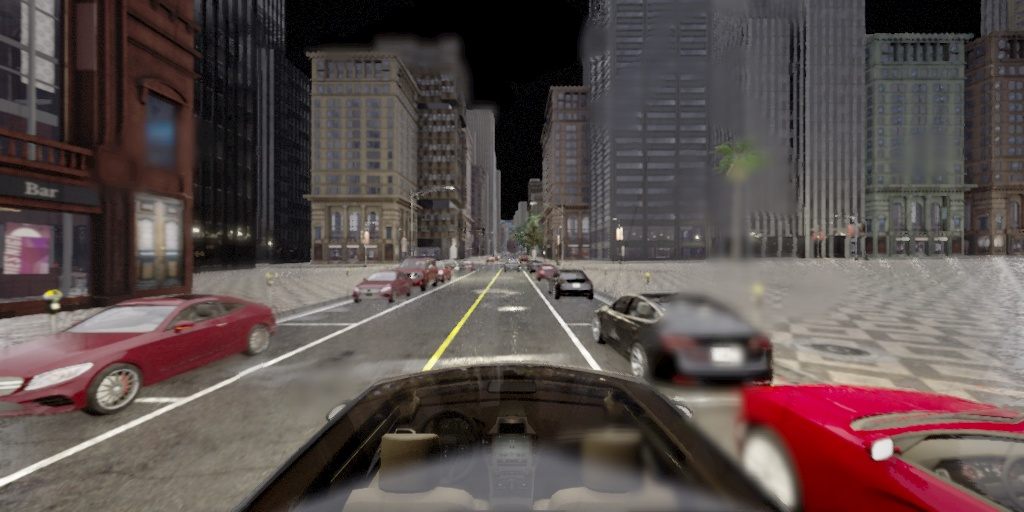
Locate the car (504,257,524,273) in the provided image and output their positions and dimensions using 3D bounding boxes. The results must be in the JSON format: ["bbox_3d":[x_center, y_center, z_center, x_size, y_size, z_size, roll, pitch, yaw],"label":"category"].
[{"bbox_3d":[-0.009,1.161,43.068,2.128,1.511,4.902,0,0,0],"label":"car"}]

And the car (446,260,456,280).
[{"bbox_3d":[-5.768,1.158,27.124,1.967,1.591,4.097,0,0,0],"label":"car"}]

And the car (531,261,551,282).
[{"bbox_3d":[2.757,1.298,28.282,1.802,1.307,4.207,0,0,0],"label":"car"}]

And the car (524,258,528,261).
[{"bbox_3d":[2.753,1.222,46.450,1.948,1.339,4.313,0,0,0],"label":"car"}]

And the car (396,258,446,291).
[{"bbox_3d":[-5.767,1.044,21.821,2.192,1.841,5.009,0,0,0],"label":"car"}]

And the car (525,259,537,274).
[{"bbox_3d":[2.754,1.251,39.085,1.948,1.339,4.313,0,0,0],"label":"car"}]

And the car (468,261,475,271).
[{"bbox_3d":[-5.772,1.238,46.454,1.802,1.307,4.207,0,0,0],"label":"car"}]

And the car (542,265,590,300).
[{"bbox_3d":[2.759,1.301,17.482,1.948,1.339,4.313,0,0,0],"label":"car"}]

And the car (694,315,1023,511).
[{"bbox_3d":[2.763,1.296,1.283,1.888,1.381,4.507,0,0,0],"label":"car"}]

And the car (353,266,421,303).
[{"bbox_3d":[-5.766,1.318,16.521,1.802,1.307,4.207,0,0,0],"label":"car"}]

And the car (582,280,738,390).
[{"bbox_3d":[2.762,1.312,6.682,1.948,1.339,4.313,0,0,0],"label":"car"}]

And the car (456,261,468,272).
[{"bbox_3d":[-7.500,1.067,40.534,4.403,1.370,2.007,0,0,-9],"label":"car"}]

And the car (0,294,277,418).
[{"bbox_3d":[-5.763,1.328,5.919,1.802,1.307,4.207,0,0,0],"label":"car"}]
